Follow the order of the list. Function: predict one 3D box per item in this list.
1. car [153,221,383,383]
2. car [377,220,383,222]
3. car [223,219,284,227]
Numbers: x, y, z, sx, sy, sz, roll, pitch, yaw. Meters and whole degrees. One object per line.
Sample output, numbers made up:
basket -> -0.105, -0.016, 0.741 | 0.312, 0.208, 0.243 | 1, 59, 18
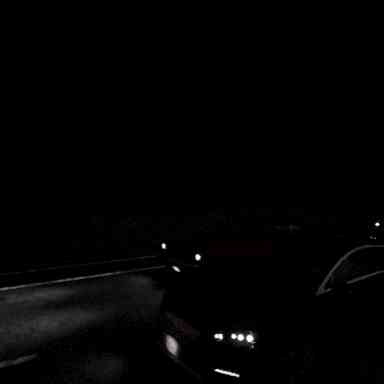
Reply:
car -> 1.816, 1.400, 4.979 | 4.902, 1.511, 2.128 | 0, 2, -34
car -> 9.832, 1.441, 14.355 | 4.718, 1.301, 1.895 | 0, 2, -34
car -> 1.495, 1.418, 8.693 | 4.718, 1.301, 1.895 | 0, 2, -34
